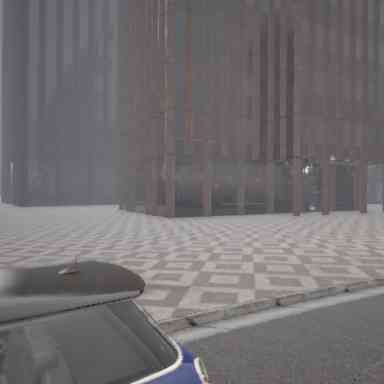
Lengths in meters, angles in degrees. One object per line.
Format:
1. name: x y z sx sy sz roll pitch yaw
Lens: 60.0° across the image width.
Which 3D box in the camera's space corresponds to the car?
1. car: -2.042 1.351 1.687 4.553 1.767 2.097 0 0 -34
